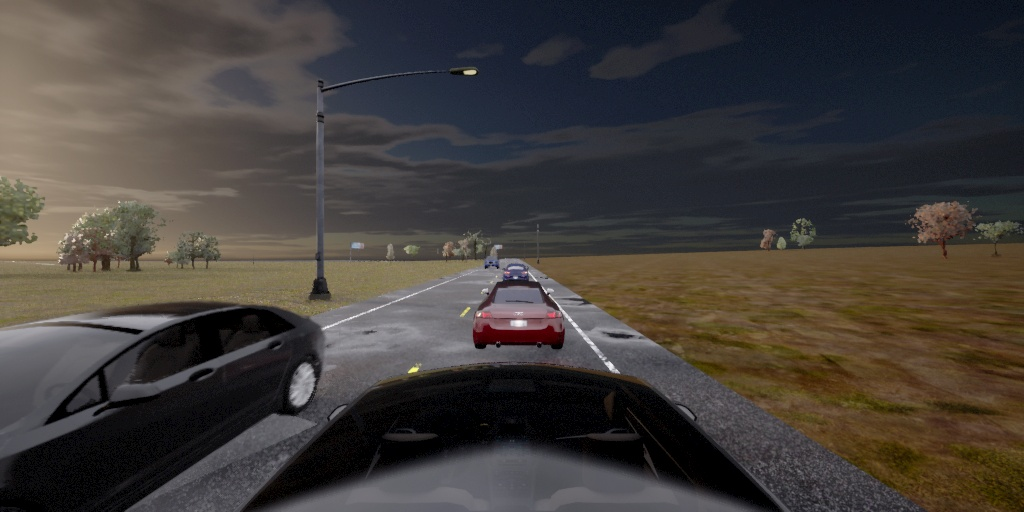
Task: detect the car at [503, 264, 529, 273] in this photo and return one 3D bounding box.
[{"bbox_3d":[0.292,1.281,26.460,1.812,1.442,4.674,0,0,1],"label":"car"}]

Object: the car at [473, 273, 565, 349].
[{"bbox_3d":[0.155,1.316,9.169,1.994,1.385,4.181,0,0,1],"label":"car"}]

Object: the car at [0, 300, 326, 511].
[{"bbox_3d":[-3.590,1.255,3.206,1.837,1.490,4.892,0,0,0],"label":"car"}]

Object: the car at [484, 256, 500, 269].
[{"bbox_3d":[-3.115,0.980,55.940,2.150,2.045,5.566,0,0,1],"label":"car"}]
